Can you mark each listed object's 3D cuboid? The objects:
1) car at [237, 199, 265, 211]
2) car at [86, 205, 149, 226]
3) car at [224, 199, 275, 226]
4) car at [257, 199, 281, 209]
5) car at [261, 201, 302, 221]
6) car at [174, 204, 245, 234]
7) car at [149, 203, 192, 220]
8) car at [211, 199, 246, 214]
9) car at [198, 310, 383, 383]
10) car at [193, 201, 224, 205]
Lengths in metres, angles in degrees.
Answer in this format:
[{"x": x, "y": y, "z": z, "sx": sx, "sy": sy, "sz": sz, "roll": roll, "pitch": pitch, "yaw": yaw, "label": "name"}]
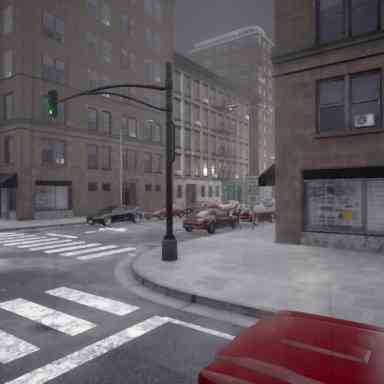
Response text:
[{"x": 7.458, "y": 1.598, "z": 41.547, "sx": 1.802, "sy": 1.307, "sz": 4.206, "roll": 0, "pitch": 0, "yaw": 36, "label": "car"}, {"x": -5.406, "y": 1.588, "z": 23.610, "sx": 1.947, "sy": 1.339, "sz": 4.313, "roll": 0, "pitch": 0, "yaw": 36, "label": "car"}, {"x": 4.332, "y": 1.411, "z": 23.419, "sx": 1.967, "sy": 1.590, "sz": 4.097, "roll": 0, "pitch": 0, "yaw": 36, "label": "car"}, {"x": 10.673, "y": 1.599, "z": 46.031, "sx": 1.802, "sy": 1.307, "sz": 4.206, "roll": 0, "pitch": 0, "yaw": 36, "label": "car"}, {"x": 7.648, "y": 1.494, "z": 28.042, "sx": 1.752, "sy": 1.417, "sz": 4.829, "roll": 0, "pitch": 0, "yaw": 36, "label": "car"}, {"x": 1.116, "y": 1.554, "z": 18.934, "sx": 1.802, "sy": 1.307, "sz": 4.206, "roll": 0, "pitch": 0, "yaw": 36, "label": "car"}, {"x": -2.190, "y": 1.602, "z": 28.094, "sx": 1.802, "sy": 1.307, "sz": 4.206, "roll": 0, "pitch": 0, "yaw": 36, "label": "car"}, {"x": 4.142, "y": 1.542, "z": 36.925, "sx": 1.752, "sy": 1.417, "sz": 4.829, "roll": 0, "pitch": 0, "yaw": 36, "label": "car"}, {"x": 2.294, "y": 1.601, "z": 2.052, "sx": 4.718, "sy": 1.301, "sz": 1.895, "roll": 0, "pitch": 0, "yaw": 36, "label": "car"}, {"x": 1.026, "y": 1.563, "z": 32.579, "sx": 1.887, "sy": 1.381, "sz": 4.507, "roll": 0, "pitch": 0, "yaw": 36, "label": "car"}]
